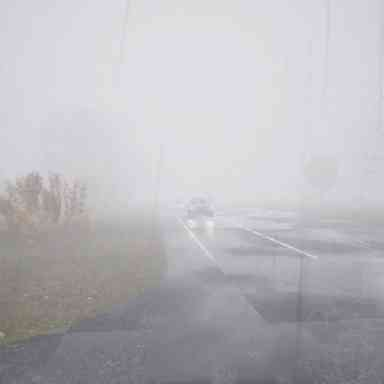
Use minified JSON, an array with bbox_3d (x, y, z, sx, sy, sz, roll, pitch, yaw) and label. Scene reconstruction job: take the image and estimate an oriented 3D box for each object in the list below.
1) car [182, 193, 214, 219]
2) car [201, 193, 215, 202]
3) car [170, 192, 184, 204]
[{"bbox_3d":[0.563,1.261,28.495,2.097,1.767,4.553,0,0,-6],"label":"car"},{"bbox_3d":[3.265,1.049,68.531,2.097,1.767,4.553,0,0,-6],"label":"car"},{"bbox_3d":[-2.670,1.266,57.061,1.882,1.535,5.008,0,0,-6],"label":"car"}]
